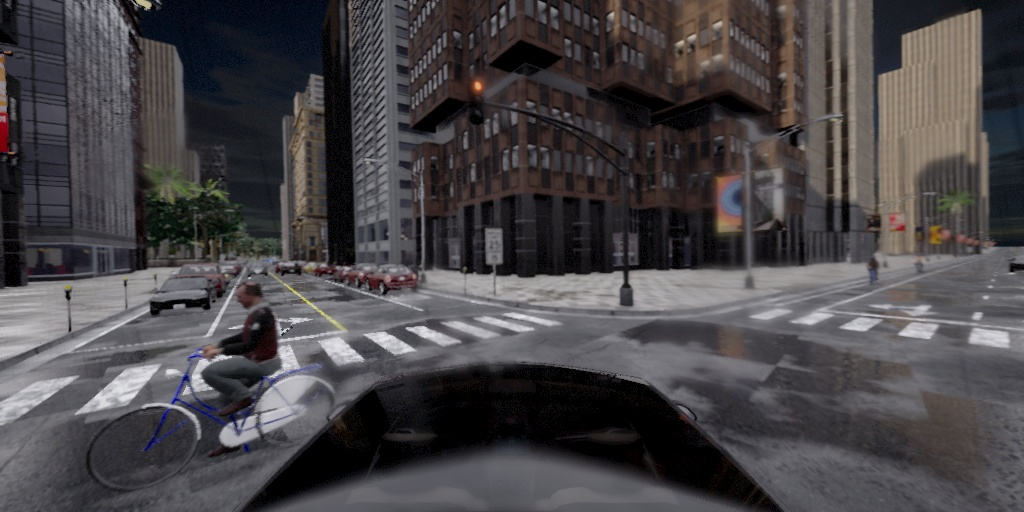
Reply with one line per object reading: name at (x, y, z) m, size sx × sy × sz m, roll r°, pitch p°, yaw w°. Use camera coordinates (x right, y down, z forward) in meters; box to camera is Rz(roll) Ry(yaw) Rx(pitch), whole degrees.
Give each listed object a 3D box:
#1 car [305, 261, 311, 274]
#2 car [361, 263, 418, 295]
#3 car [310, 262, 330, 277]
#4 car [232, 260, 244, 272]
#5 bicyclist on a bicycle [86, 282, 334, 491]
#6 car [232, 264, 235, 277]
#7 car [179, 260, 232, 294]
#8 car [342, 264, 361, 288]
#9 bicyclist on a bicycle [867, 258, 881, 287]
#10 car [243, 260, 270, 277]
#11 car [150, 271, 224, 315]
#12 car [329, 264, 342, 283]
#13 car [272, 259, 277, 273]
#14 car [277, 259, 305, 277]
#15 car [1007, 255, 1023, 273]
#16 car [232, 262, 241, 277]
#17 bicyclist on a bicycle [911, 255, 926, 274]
car at (-26.071, 1.486, 46.669) m, size 1.751 × 1.417 × 4.829 m, roll 0°, pitch 0°, yaw -36°
car at (-6.835, 1.199, 20.202) m, size 1.967 × 1.591 × 4.097 m, roll 0°, pitch 0°, yaw -36°
car at (-19.592, 1.437, 37.755) m, size 1.888 × 1.381 × 4.507 m, roll 0°, pitch 0°, yaw -36°
car at (-36.059, 1.520, 45.916) m, size 2.192 × 1.841 × 5.009 m, roll 0°, pitch 0°, yaw -36°
bicyclist on a bicycle at (-2.735, 1.140, 3.435) m, size 1.843 × 1.776 × 0.659 m, roll -1°, pitch 0°, yaw -36°
car at (-23.200, 1.592, 28.222) m, size 1.751 × 1.417 × 4.829 m, roll 0°, pitch 0°, yaw -36°
car at (-16.920, 1.315, 19.581) m, size 2.192 × 1.841 × 5.009 m, roll 0°, pitch 0°, yaw -36°
car at (-10.024, 1.232, 24.590) m, size 1.967 × 1.591 × 4.097 m, roll 0°, pitch 0°, yaw -36°
bicyclist on a bicycle at (20.471, 0.932, 20.280) m, size 1.656 × 1.620 × 0.582 m, roll -1°, pitch 1°, yaw -36°
car at (-29.358, 1.579, 41.363) m, size 2.128 × 1.511 × 4.902 m, roll -2°, pitch 1°, yaw -36°
car at (-13.730, 1.534, 15.192) m, size 1.948 × 1.339 × 4.313 m, roll 0°, pitch 0°, yaw -36°
car at (-13.214, 1.407, 28.978) m, size 1.802 × 1.307 × 4.207 m, roll 0°, pitch 0°, yaw -36°
car at (-30.599, 1.533, 48.171) m, size 1.882 × 1.535 × 5.008 m, roll -2°, pitch 1°, yaw -36°
car at (-25.319, 1.474, 40.956) m, size 1.882 × 1.535 × 5.008 m, roll -2°, pitch 1°, yaw -35°
car at (45.912, 0.674, 31.952) m, size 5.008 × 1.535 × 1.882 m, roll -1°, pitch 0°, yaw -36°
car at (-32.870, 1.751, 41.527) m, size 1.802 × 1.307 × 4.207 m, roll 0°, pitch 0°, yaw -36°
bicyclist on a bicycle at (34.967, 0.739, 30.785) m, size 1.509 × 1.612 × 0.866 m, roll -1°, pitch 0°, yaw -36°
